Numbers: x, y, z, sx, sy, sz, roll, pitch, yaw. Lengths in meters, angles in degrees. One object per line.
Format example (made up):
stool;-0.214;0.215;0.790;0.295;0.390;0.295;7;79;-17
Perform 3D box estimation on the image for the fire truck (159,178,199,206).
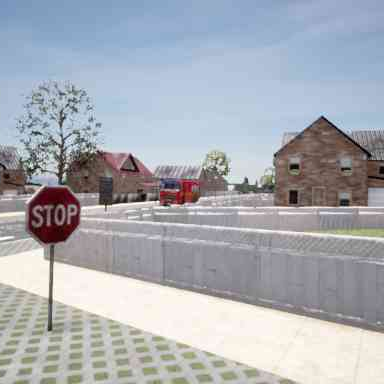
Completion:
fire truck;-1.637;-0.012;47.008;2.891;3.827;8.468;2;1;19
